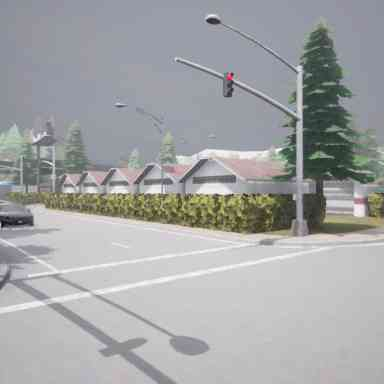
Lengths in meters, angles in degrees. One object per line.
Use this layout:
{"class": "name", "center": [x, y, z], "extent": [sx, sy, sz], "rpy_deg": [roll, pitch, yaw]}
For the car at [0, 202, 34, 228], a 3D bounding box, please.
{"class": "car", "center": [-12.104, 1.500, 22.352], "extent": [1.882, 1.535, 5.008], "rpy_deg": [0, 2, -39]}
